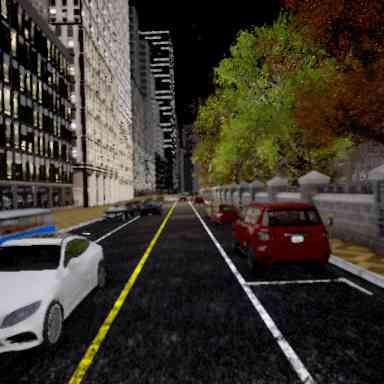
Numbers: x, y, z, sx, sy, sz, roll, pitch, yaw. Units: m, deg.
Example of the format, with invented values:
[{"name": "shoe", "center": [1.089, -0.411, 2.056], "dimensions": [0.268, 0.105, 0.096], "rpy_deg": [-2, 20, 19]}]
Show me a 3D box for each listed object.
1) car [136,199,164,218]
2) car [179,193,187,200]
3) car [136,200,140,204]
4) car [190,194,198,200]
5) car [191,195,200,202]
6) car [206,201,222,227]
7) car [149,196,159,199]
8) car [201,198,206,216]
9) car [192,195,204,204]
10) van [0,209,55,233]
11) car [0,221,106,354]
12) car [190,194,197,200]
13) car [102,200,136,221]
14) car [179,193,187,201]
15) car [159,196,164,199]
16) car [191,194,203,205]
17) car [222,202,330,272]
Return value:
[{"name": "car", "center": [-3.633, 1.612, 30.681], "dimensions": [1.895, 1.301, 4.718], "rpy_deg": [-2, 0, -1]}, {"name": "car", "center": [-2.236, 1.096, 85.777], "dimensions": [2.097, 1.767, 4.553], "rpy_deg": [-2, 0, -1]}, {"name": "car", "center": [-6.357, 1.648, 32.930], "dimensions": [1.947, 1.339, 4.313], "rpy_deg": [-2, 0, -2]}, {"name": "car", "center": [0.514, 1.300, 83.552], "dimensions": [1.887, 1.381, 4.507], "rpy_deg": [-2, 0, -1]}, {"name": "car", "center": [0.723, 1.322, 72.272], "dimensions": [1.887, 1.381, 4.507], "rpy_deg": [-2, 0, -1]}, {"name": "car", "center": [2.146, 1.456, 21.625], "dimensions": [1.802, 1.307, 4.206], "rpy_deg": [-2, 0, -2]}, {"name": "car", "center": [-7.017, 1.606, 55.430], "dimensions": [1.947, 1.339, 4.313], "rpy_deg": [-2, 0, -2]}, {"name": "car", "center": [1.974, 1.388, 27.417], "dimensions": [1.752, 1.417, 4.829], "rpy_deg": [-2, 0, -2]}, {"name": "car", "center": [0.996, 1.350, 60.995], "dimensions": [2.008, 1.369, 4.403], "rpy_deg": [-2, 0, -1]}, {"name": "van", "center": [-5.704, 1.470, 10.429], "dimensions": [1.690, 1.788, 3.998], "rpy_deg": [-2, 0, -2]}, {"name": "car", "center": [-2.969, 1.589, 6.425], "dimensions": [1.812, 1.442, 4.674], "rpy_deg": [-2, 0, -2]}, {"name": "car", "center": [0.430, 1.270, 89.362], "dimensions": [1.752, 1.417, 4.829], "rpy_deg": [-2, 0, -1]}, {"name": "car", "center": [-6.192, 1.644, 27.305], "dimensions": [2.008, 1.369, 4.403], "rpy_deg": [-2, 0, -2]}, {"name": "car", "center": [-2.054, 1.439, 75.741], "dimensions": [1.895, 1.301, 4.718], "rpy_deg": [-2, 0, -1]}, {"name": "car", "center": [-7.412, 1.538, 77.922], "dimensions": [1.887, 1.381, 4.507], "rpy_deg": [-2, 0, -1]}, {"name": "car", "center": [1.155, 1.354, 55.364], "dimensions": [1.887, 1.381, 4.507], "rpy_deg": [-2, 0, -2]}, {"name": "car", "center": [2.467, 1.213, 10.378], "dimensions": [2.192, 1.841, 5.009], "rpy_deg": [-2, 0, -2]}]
